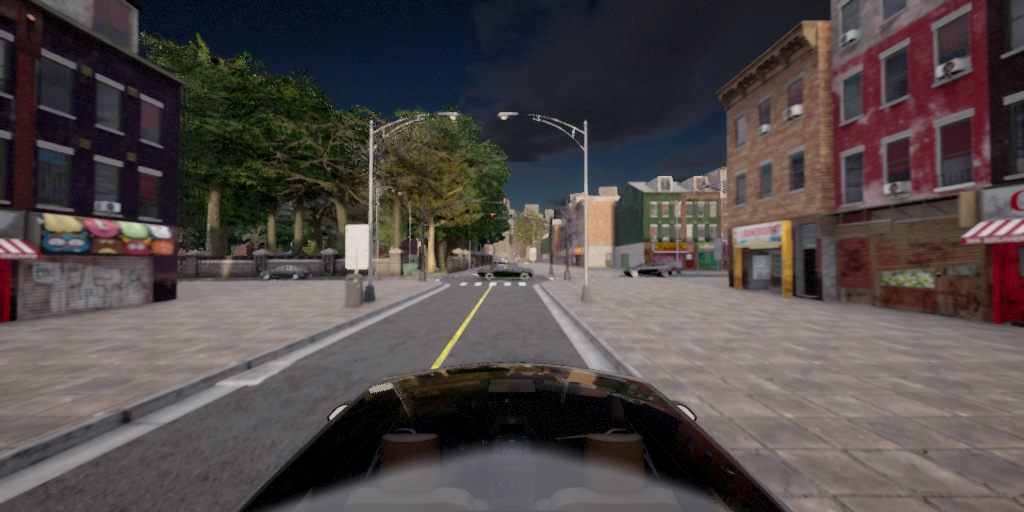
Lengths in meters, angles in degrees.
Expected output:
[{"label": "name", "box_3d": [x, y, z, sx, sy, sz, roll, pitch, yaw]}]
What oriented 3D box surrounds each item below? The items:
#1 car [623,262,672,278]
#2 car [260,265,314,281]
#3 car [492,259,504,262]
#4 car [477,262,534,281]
[{"label": "car", "box_3d": [12.397, 1.259, 32.848, 4.313, 1.339, 1.948, 0, 0, 0]}, {"label": "car", "box_3d": [-20.588, 1.526, 32.852, 4.403, 1.370, 2.007, 0, 0, 0]}, {"label": "car", "box_3d": [-2.762, 1.375, 62.604, 2.128, 1.511, 4.902, 0, 0, 1]}, {"label": "car", "box_3d": [-0.488, 1.374, 30.212, 4.718, 1.301, 1.895, 0, 0, 0]}]
